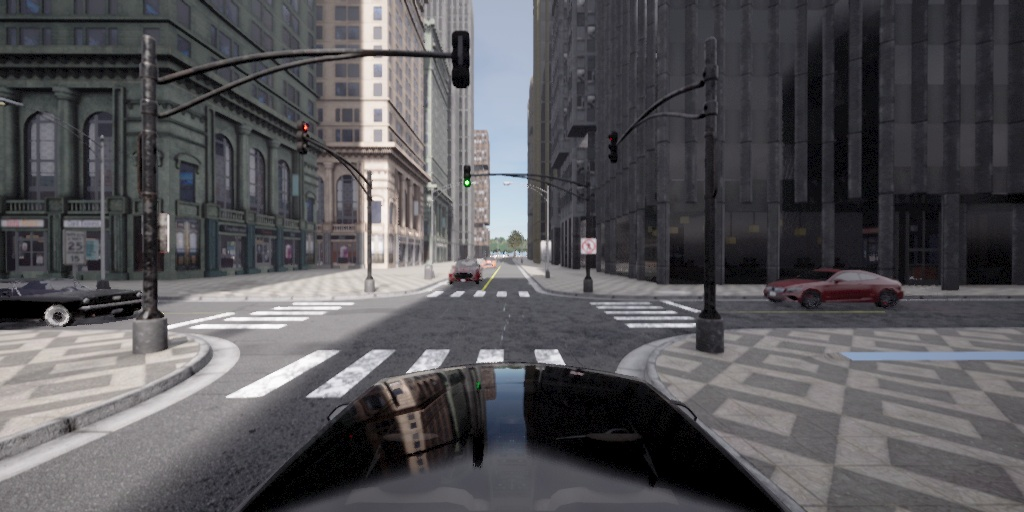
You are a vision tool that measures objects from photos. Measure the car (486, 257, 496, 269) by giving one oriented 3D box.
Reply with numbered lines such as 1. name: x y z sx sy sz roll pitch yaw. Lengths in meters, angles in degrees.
1. car: -3.503 0.993 55.542 2.097 1.767 4.553 0 0 -1

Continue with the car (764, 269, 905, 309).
1. car: 12.527 1.221 14.053 4.674 1.442 1.812 0 0 -1

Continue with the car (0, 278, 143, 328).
1. car: -14.001 1.325 10.659 4.718 1.301 1.895 0 0 -1

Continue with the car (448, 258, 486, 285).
1. car: -3.222 1.007 25.668 2.097 1.767 4.553 0 0 -1
